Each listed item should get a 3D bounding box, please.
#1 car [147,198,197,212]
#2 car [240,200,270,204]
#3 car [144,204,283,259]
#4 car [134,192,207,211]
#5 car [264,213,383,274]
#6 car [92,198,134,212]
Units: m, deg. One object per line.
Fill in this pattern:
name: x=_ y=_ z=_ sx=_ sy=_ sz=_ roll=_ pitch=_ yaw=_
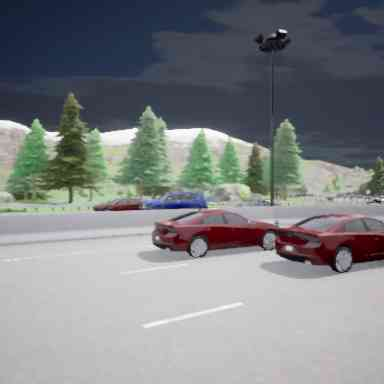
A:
car: x=-2.066 y=1.330 z=34.309 sx=4.718 sy=1.301 sz=1.895 roll=0 pitch=0 yaw=-24
car: x=4.763 y=1.350 z=25.850 sx=5.357 sy=1.411 sz=2.033 roll=0 pitch=0 yaw=-22
car: x=1.011 y=1.382 z=12.275 sx=5.008 sy=1.535 sz=1.882 roll=0 pitch=0 yaw=-29
car: x=-1.453 y=1.008 z=26.937 sx=5.566 sy=2.045 sz=2.150 roll=0 pitch=0 yaw=-25
car: x=4.902 y=1.401 z=10.330 sx=5.008 sy=1.535 sz=1.882 roll=0 pitch=0 yaw=-27
car: x=-5.961 y=1.248 z=28.532 sx=5.008 sy=1.535 sz=1.882 roll=0 pitch=0 yaw=-27
